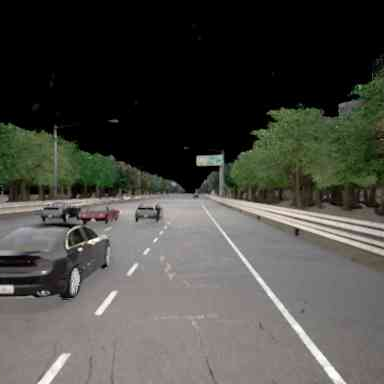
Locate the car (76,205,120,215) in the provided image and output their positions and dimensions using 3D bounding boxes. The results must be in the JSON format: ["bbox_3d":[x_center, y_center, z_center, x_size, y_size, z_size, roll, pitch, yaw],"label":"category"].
[{"bbox_3d":[-6.864,1.676,25.363,1.895,1.301,4.718,0,0,0],"label":"car"}]

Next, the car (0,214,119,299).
[{"bbox_3d":[-3.396,1.530,8.478,1.837,1.490,4.892,0,0,0],"label":"car"}]

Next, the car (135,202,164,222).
[{"bbox_3d":[-3.361,1.570,26.721,2.128,1.511,4.902,0,0,0],"label":"car"}]

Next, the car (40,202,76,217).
[{"bbox_3d":[-10.361,1.570,26.705,2.128,1.511,4.902,0,0,0],"label":"car"}]
